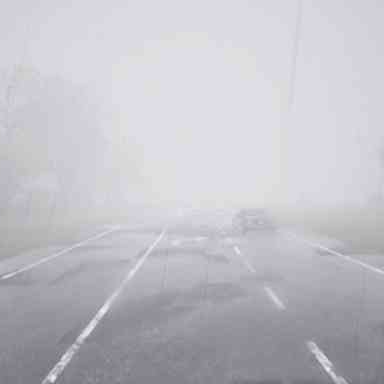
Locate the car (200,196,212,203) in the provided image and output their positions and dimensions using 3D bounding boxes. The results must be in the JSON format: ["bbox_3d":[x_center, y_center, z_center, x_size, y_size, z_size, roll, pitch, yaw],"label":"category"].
[{"bbox_3d":[3.761,1.826,80.567,2.097,1.767,4.553,-1,0,0],"label":"car"}]

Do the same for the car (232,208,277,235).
[{"bbox_3d":[3.549,1.621,19.484,2.033,1.411,5.357,-1,0,0],"label":"car"}]

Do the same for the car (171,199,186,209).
[{"bbox_3d":[-2.178,1.900,53.867,2.128,1.511,4.902,-1,0,7],"label":"car"}]
